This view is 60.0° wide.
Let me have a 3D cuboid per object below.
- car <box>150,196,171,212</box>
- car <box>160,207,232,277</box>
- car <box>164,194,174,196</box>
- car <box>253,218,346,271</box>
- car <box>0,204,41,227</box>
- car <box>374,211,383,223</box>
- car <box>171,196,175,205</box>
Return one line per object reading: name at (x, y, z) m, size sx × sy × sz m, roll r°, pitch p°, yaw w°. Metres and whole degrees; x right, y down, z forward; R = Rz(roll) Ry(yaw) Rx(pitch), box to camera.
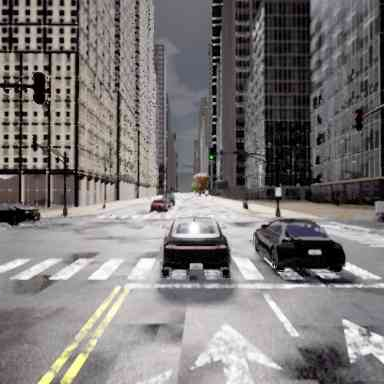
car at (-3.892, 1.569, 39.597) m, size 1.882 × 1.535 × 5.008 m, roll 0°, pitch 0°, yaw -1°
car at (0.081, 1.492, 10.277) m, size 2.128 × 1.511 × 4.902 m, roll 0°, pitch 1°, yaw 0°
car at (-4.164, 1.352, 60.129) m, size 2.150 × 2.045 × 5.566 m, roll 0°, pitch 0°, yaw -1°
car at (3.327, 1.558, 11.039) m, size 1.994 × 1.385 × 4.181 m, roll 0°, pitch 1°, yaw 0°
car at (-12.891, 1.561, 22.779) m, size 4.902 × 1.511 × 2.128 m, roll 0°, pitch -1°, yaw 10°
car at (16.172, 1.687, 24.847) m, size 4.674 × 1.442 × 1.812 m, roll 0°, pitch -1°, yaw 2°
car at (-4.024, 1.659, 49.416) m, size 2.033 × 1.411 × 5.357 m, roll 0°, pitch 0°, yaw 0°
